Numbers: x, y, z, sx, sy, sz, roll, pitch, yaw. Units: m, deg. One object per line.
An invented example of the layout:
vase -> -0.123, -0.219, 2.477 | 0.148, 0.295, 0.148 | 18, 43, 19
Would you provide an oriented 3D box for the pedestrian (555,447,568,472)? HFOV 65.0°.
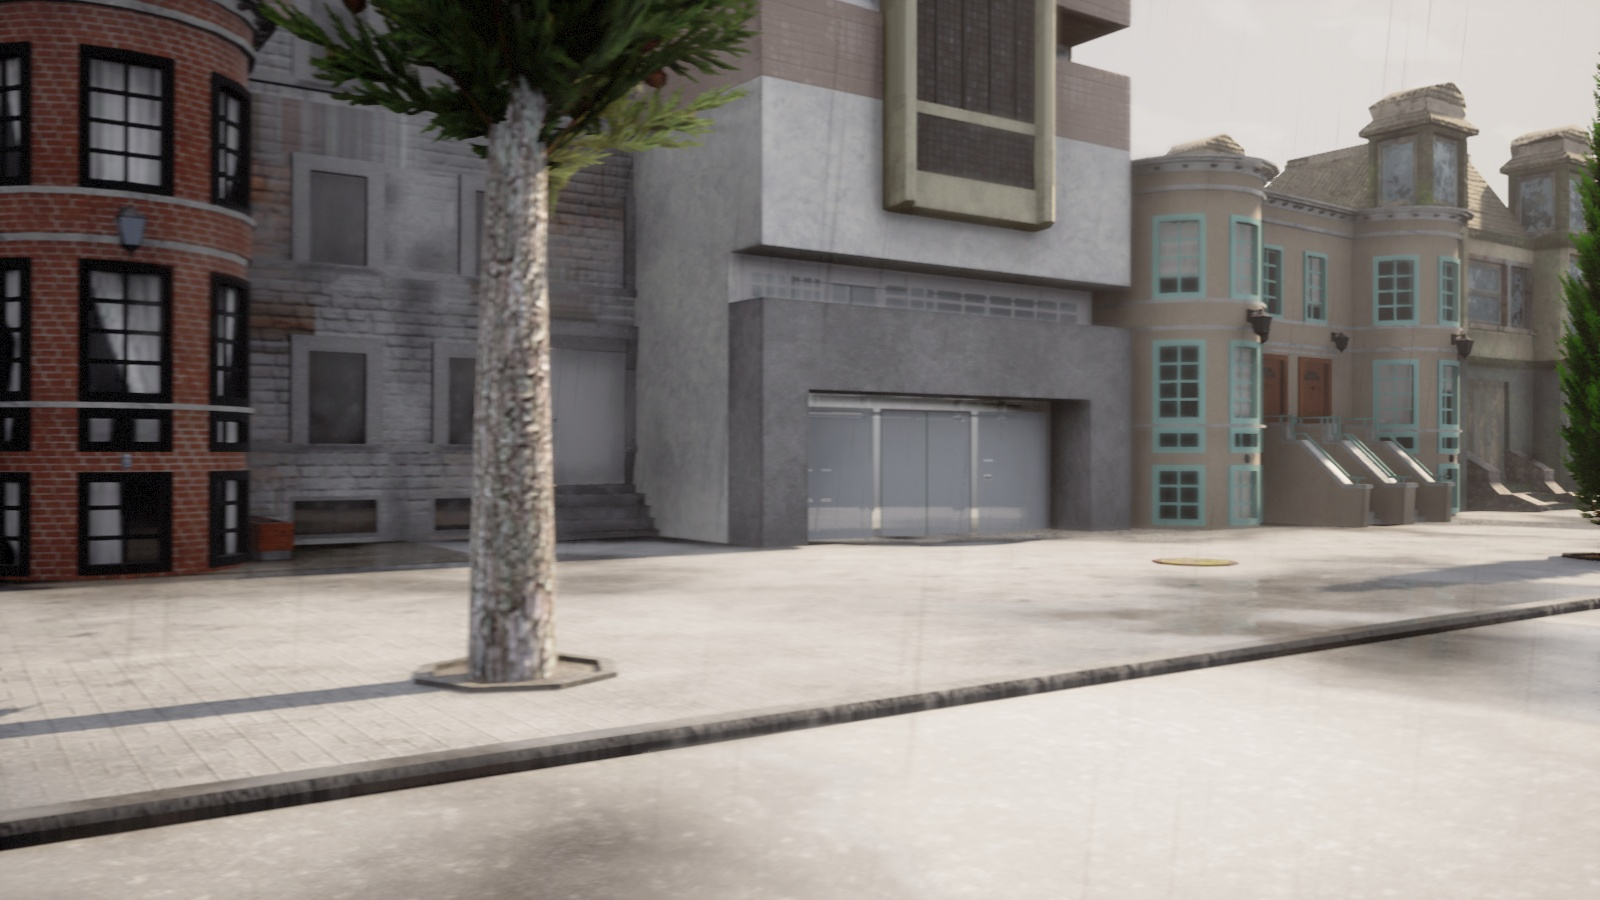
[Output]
pedestrian -> -17.710, 0.721, 93.243 | 0.634, 1.844, 0.899 | 0, 0, -39
